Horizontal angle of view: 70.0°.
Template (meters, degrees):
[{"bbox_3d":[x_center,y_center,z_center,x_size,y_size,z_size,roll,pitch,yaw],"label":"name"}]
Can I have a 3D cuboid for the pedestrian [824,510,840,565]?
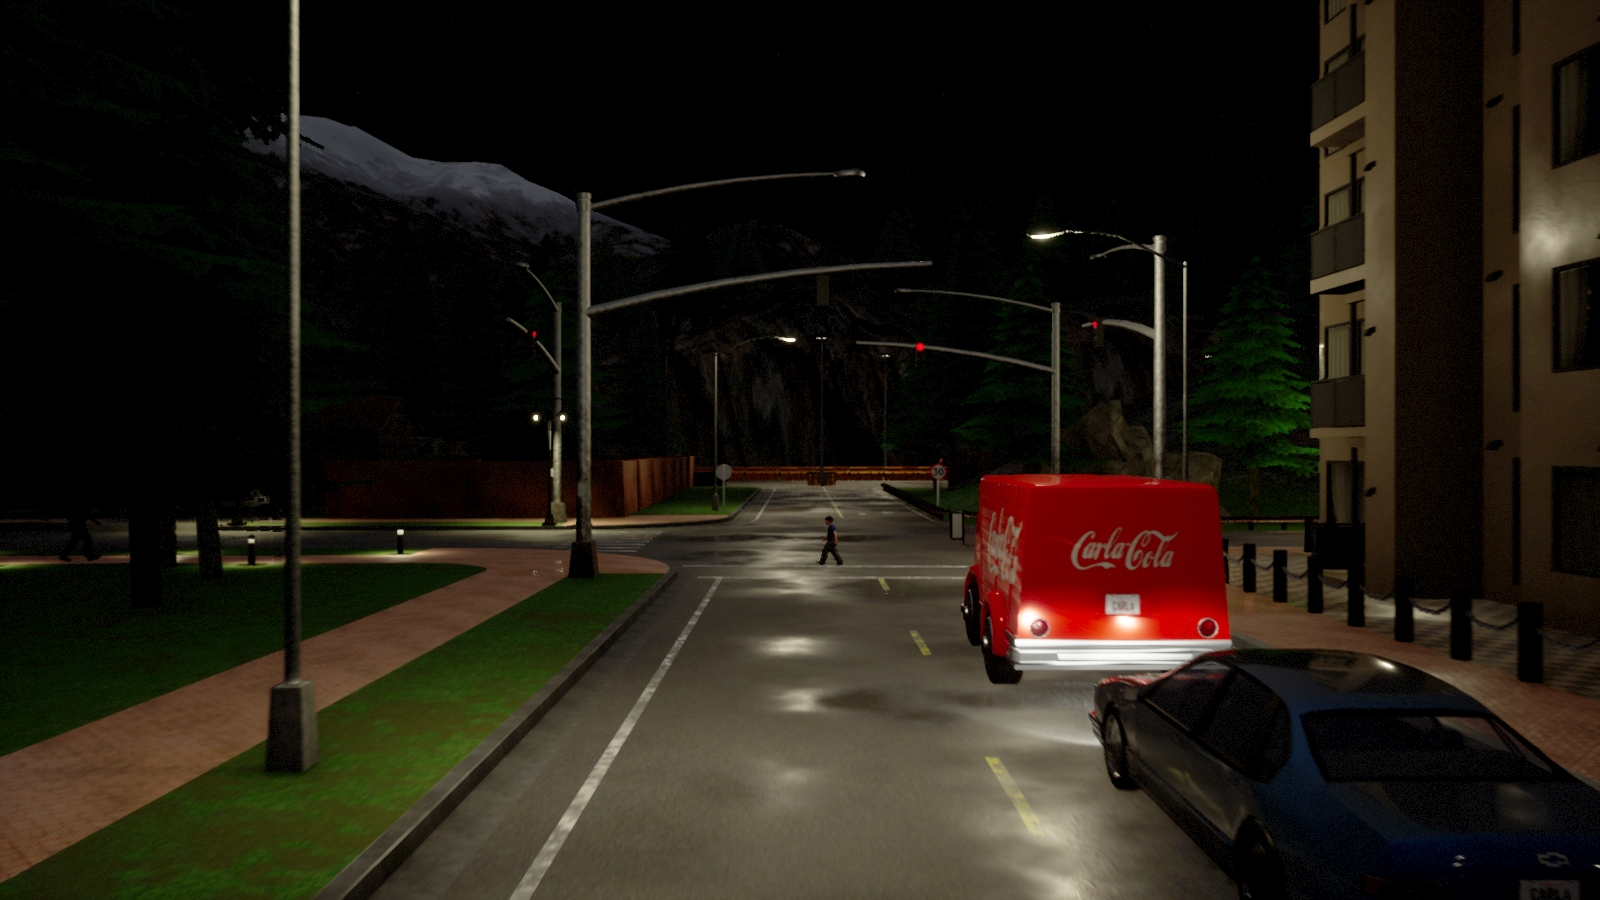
[{"bbox_3d":[0.763,2.108,27.598,0.375,1.300,0.375,0,0,1],"label":"pedestrian"}]

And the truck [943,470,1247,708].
[{"bbox_3d":[3.503,1.548,14.915,2.627,2.467,5.204,0,0,0],"label":"truck"}]

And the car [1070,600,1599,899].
[{"bbox_3d":[3.490,2.086,7.824,2.033,1.411,5.357,0,0,0],"label":"car"}]

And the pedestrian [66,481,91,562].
[{"bbox_3d":[-16.788,1.661,26.592,0.375,1.860,0.375,0,0,-7],"label":"pedestrian"}]
